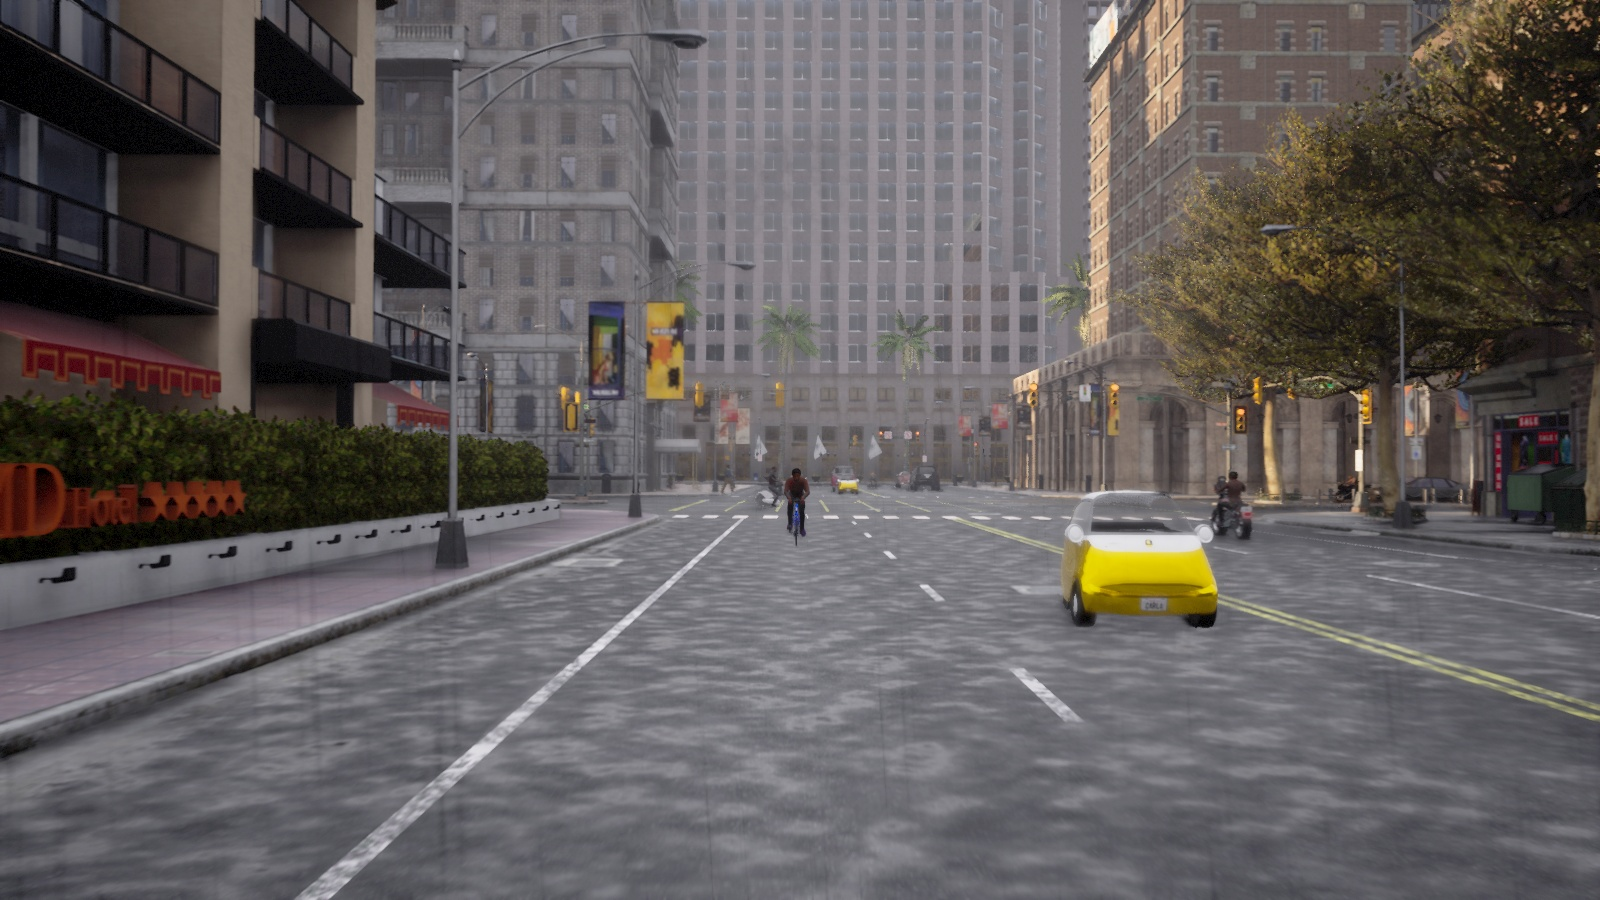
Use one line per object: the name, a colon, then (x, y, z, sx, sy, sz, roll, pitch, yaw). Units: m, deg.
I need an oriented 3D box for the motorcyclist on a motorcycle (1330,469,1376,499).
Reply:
motorcyclist on a motorcycle: (29.142, 1.788, 66.200, 2.044, 1.523, 0.797, 0, -1, 1)

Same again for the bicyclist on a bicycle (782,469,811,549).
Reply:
bicyclist on a bicycle: (-0.066, 1.207, 26.262, 0.582, 1.620, 1.656, 0, -1, 0)

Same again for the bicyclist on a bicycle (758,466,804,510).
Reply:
bicyclist on a bicycle: (-0.762, 1.547, 51.308, 1.843, 1.776, 0.659, 0, -1, 0)

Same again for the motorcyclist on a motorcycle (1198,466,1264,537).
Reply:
motorcyclist on a motorcycle: (10.424, 1.233, 30.437, 0.766, 1.649, 2.350, 0, -1, 0)

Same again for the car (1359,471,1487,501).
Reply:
car: (31.001, 1.786, 62.609, 5.357, 1.411, 2.033, 0, -1, 1)

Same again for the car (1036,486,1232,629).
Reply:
car: (3.467, 1.079, 13.349, 1.481, 1.376, 2.207, 0, -1, 0)

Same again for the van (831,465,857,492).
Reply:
van: (3.270, 2.128, 94.128, 1.775, 1.987, 4.442, 0, -1, 0)

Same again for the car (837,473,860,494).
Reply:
car: (3.286, 2.296, 86.020, 1.481, 1.376, 2.207, 0, -1, 0)

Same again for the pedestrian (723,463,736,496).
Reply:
pedestrian: (-4.282, 1.788, 76.168, 0.788, 1.949, 0.423, 0, -1, 3)
